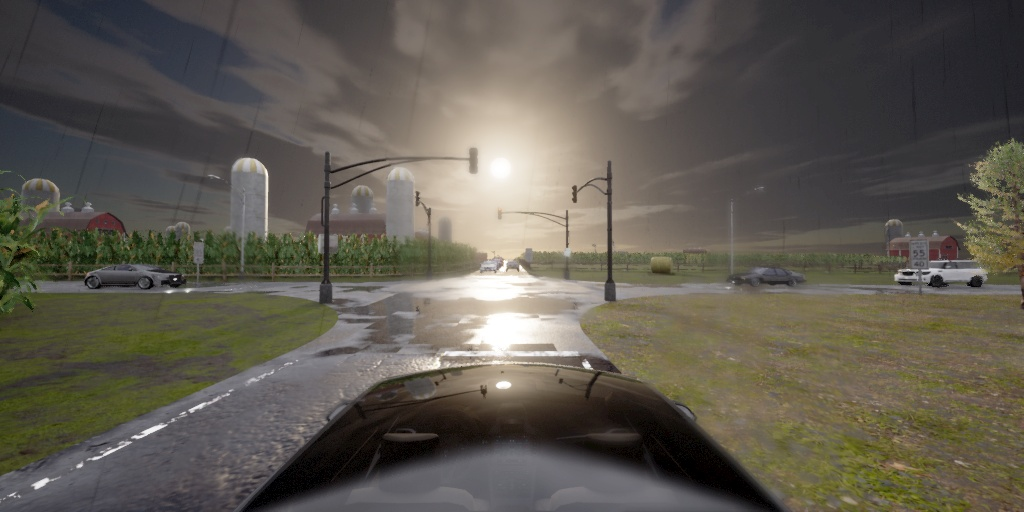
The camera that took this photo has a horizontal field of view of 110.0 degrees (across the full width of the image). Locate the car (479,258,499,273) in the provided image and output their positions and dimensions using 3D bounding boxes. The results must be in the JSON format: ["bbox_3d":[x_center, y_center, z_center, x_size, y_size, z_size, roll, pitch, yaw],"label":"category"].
[{"bbox_3d":[-2.800,1.314,43.446,1.812,1.442,4.674,0,0,-1],"label":"car"}]

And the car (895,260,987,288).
[{"bbox_3d":[32.630,1.332,27.363,5.566,2.045,2.150,1,-1,-4],"label":"car"}]

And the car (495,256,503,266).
[{"bbox_3d":[-2.864,1.298,62.624,1.882,1.535,5.008,0,0,0],"label":"car"}]

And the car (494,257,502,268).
[{"bbox_3d":[-2.850,1.328,52.604,1.812,1.442,4.674,0,0,0],"label":"car"}]

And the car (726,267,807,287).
[{"bbox_3d":[18.685,1.526,26.366,5.357,1.411,2.033,1,-1,-8],"label":"car"}]

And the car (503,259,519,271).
[{"bbox_3d":[0.079,1.345,50.145,2.033,1.411,5.357,0,0,0],"label":"car"}]

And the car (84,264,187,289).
[{"bbox_3d":[-20.965,1.118,20.094,4.181,1.385,1.994,0,-1,-3],"label":"car"}]
